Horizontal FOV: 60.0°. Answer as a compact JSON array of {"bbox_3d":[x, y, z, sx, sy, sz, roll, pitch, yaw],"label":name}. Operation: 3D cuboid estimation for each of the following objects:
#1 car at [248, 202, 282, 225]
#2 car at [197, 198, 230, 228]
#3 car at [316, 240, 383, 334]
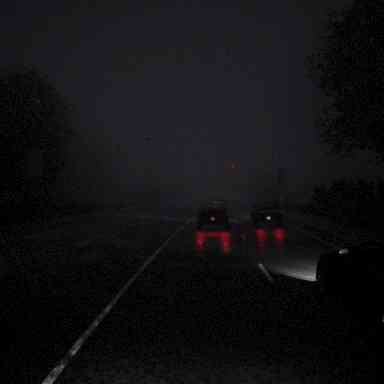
[{"bbox_3d":[5.095,1.430,23.459,2.128,1.511,4.902,0,0,6],"label":"car"},{"bbox_3d":[1.433,1.416,21.891,1.882,1.535,5.008,0,0,5],"label":"car"},{"bbox_3d":[3.829,1.557,6.100,1.994,1.385,4.181,0,0,2],"label":"car"}]
